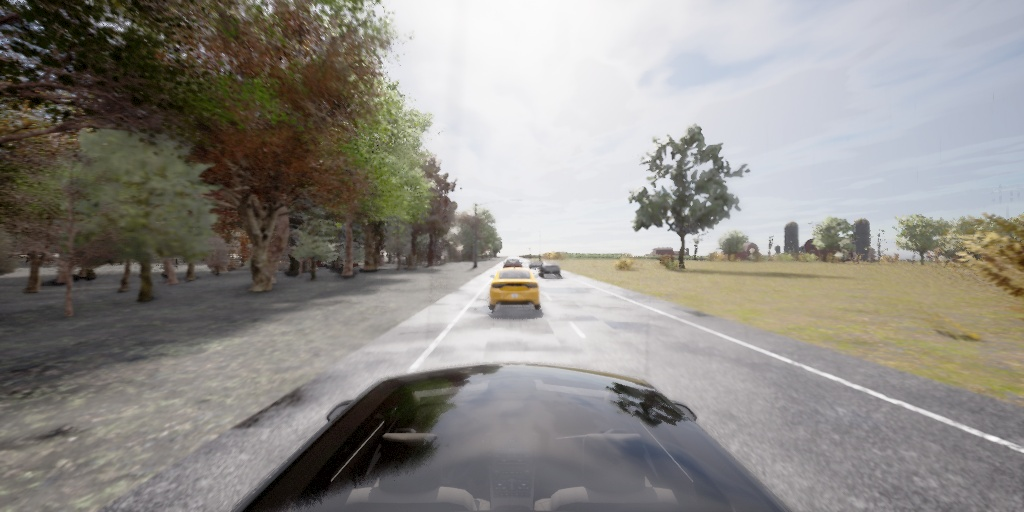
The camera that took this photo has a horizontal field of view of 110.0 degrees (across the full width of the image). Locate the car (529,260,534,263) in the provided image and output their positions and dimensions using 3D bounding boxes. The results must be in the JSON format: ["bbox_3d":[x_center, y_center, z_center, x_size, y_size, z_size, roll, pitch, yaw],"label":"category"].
[{"bbox_3d":[3.611,1.294,56.231,1.895,1.301,4.718,0,0,0],"label":"car"}]

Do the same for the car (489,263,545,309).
[{"bbox_3d":[0.103,1.218,14.893,1.882,1.535,5.008,0,0,0],"label":"car"}]

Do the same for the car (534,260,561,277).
[{"bbox_3d":[3.580,1.214,34.470,2.128,1.511,4.902,0,0,0],"label":"car"}]

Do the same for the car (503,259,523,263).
[{"bbox_3d":[0.110,1.069,39.261,2.097,1.767,4.553,0,0,0],"label":"car"}]
